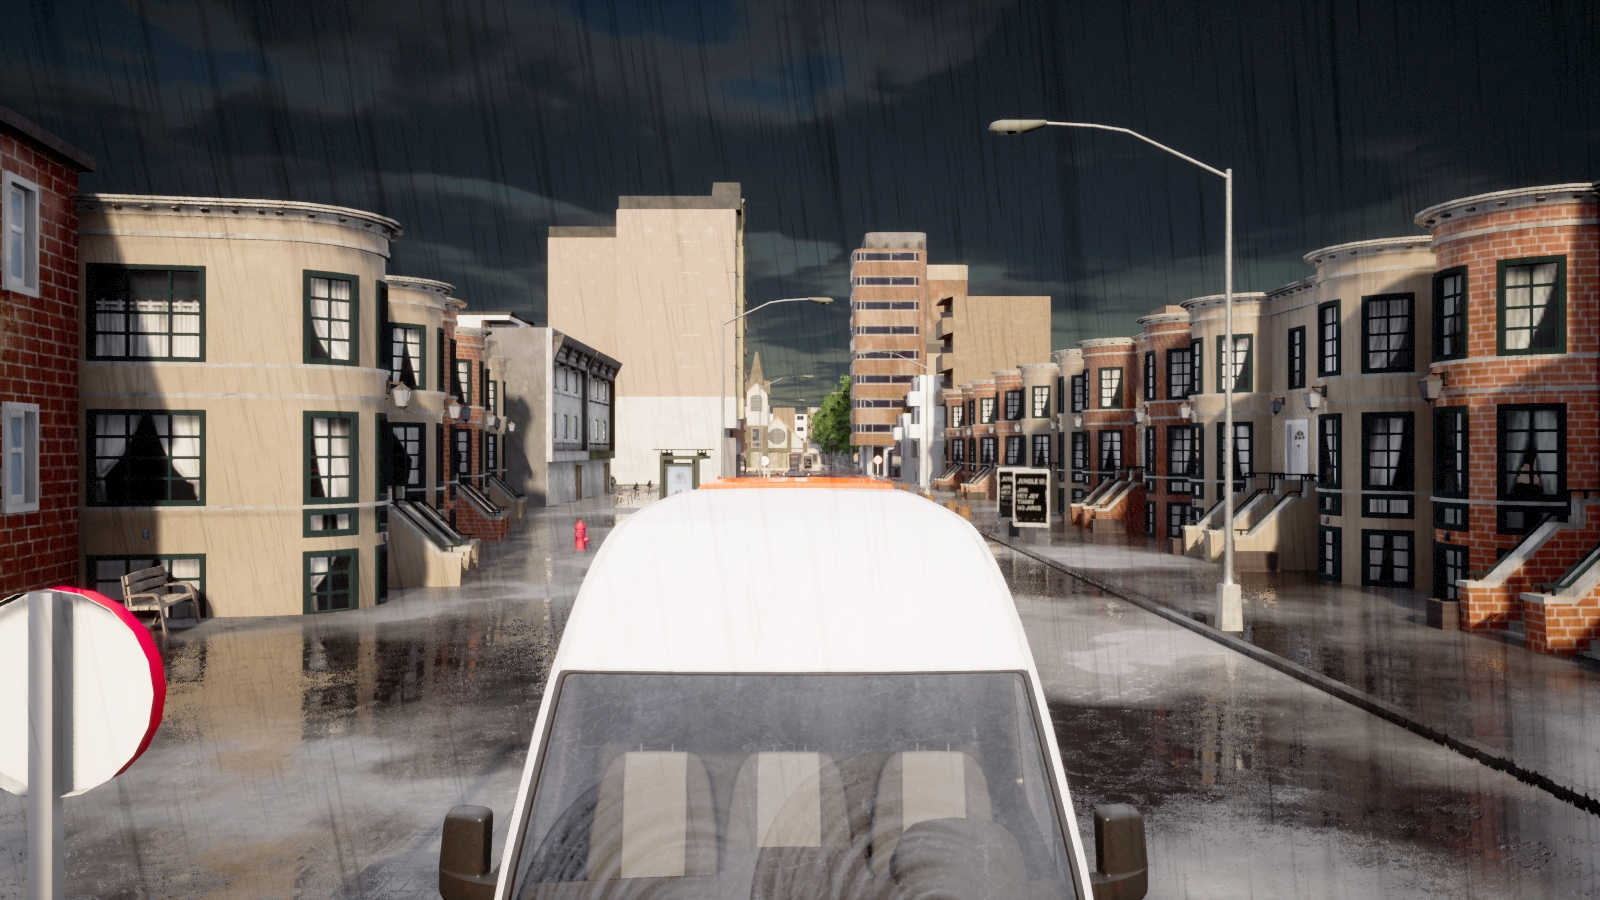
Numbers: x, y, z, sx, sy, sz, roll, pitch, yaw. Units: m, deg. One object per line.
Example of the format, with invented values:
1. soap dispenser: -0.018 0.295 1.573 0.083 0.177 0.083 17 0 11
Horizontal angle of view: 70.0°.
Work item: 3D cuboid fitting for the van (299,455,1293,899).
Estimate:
1. van: -0.019 1.314 5.243 1.988 2.561 5.915 0 0 0
